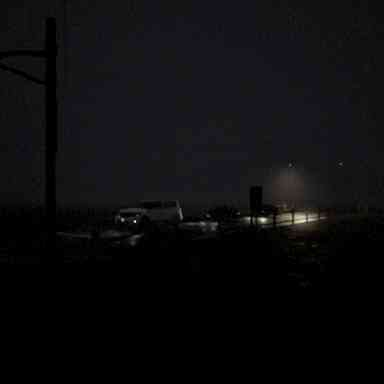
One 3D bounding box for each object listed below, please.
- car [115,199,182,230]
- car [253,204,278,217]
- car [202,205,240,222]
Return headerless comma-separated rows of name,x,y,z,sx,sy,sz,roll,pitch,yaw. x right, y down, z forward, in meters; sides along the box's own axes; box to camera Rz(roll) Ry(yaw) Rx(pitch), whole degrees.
car,-3.012,1.574,24.514,2.150,2.045,5.566,0,-1,36
car,9.007,2.229,41.047,1.882,1.535,5.008,0,-1,36
car,2.914,2.039,32.673,2.128,1.511,4.902,0,-1,36
